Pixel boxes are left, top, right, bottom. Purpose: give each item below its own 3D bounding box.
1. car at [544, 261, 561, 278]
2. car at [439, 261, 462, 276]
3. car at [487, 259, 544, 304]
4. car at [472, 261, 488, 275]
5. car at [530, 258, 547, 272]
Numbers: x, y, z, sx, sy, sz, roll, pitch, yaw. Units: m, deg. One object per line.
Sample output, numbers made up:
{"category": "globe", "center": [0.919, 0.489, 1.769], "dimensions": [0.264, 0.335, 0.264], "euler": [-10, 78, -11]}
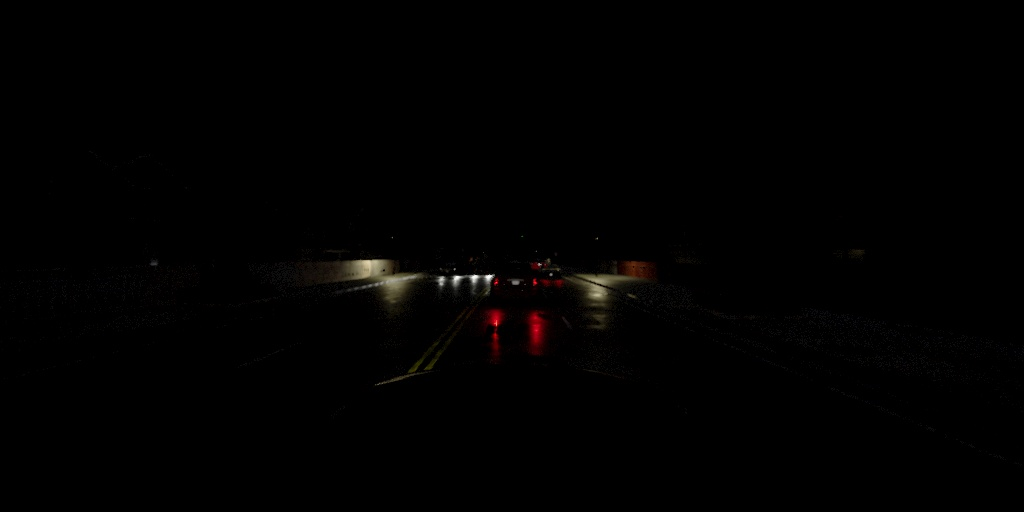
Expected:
{"category": "car", "center": [3.484, 1.393, 34.075], "dimensions": [1.895, 1.301, 4.718], "euler": [0, 0, 0]}
{"category": "car", "center": [-6.419, 1.283, 37.962], "dimensions": [1.812, 1.442, 4.674], "euler": [0, 0, 1]}
{"category": "car", "center": [0.157, 1.115, 16.701], "dimensions": [2.097, 1.767, 4.553], "euler": [0, 0, 0]}
{"category": "car", "center": [-3.162, 1.278, 38.935], "dimensions": [1.837, 1.490, 4.892], "euler": [0, -1, 1]}
{"category": "car", "center": [3.476, 1.155, 47.875], "dimensions": [2.097, 1.767, 4.553], "euler": [0, 0, 1]}
